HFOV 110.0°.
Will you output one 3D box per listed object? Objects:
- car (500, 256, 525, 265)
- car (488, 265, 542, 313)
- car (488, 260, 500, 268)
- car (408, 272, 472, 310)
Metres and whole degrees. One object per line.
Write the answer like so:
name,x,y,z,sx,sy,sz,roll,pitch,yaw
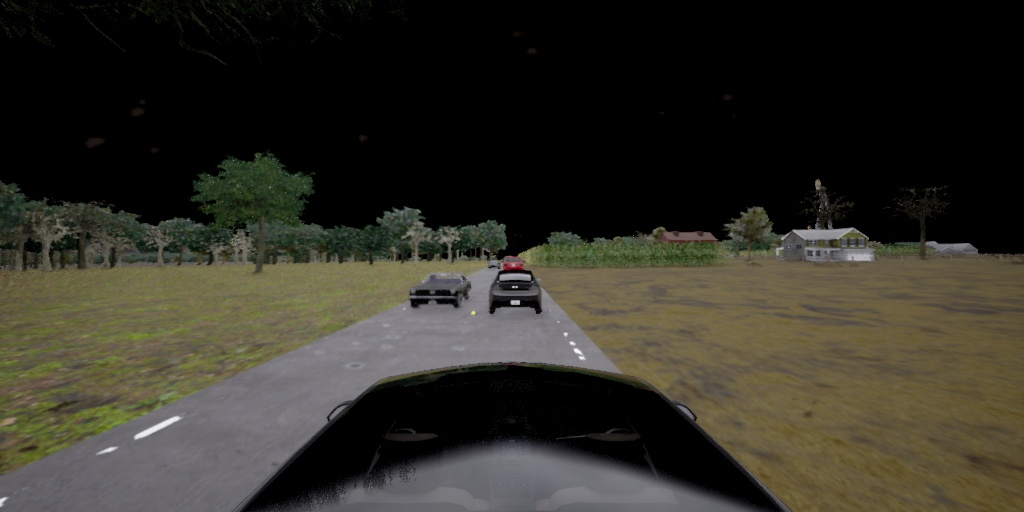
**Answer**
car,0.154,1.033,37.646,2.150,2.045,5.566,0,0,0
car,0.117,1.268,14.071,1.837,1.490,4.892,0,0,0
car,-2.735,1.362,55.566,1.837,1.490,4.892,0,0,0
car,-2.833,1.364,15.009,1.895,1.301,4.718,0,0,0
